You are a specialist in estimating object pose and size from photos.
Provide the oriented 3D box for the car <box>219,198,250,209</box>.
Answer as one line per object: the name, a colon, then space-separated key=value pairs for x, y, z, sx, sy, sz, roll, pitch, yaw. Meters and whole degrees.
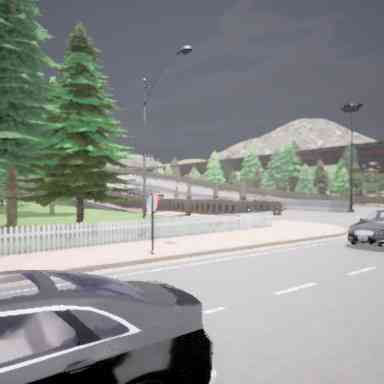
car: x=4.142 y=1.485 z=37.629 sx=1.837 sy=1.490 sz=4.892 roll=0 pitch=1 yaw=-37

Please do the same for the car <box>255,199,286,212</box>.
car: x=8.436 y=1.521 z=37.764 sx=1.812 sy=1.442 sz=4.674 roll=0 pitch=0 yaw=-37

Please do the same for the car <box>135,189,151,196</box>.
car: x=-9.056 y=0.199 z=55.163 sx=1.837 sy=1.490 sz=4.892 roll=0 pitch=5 yaw=-37

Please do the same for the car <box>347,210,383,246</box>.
car: x=8.618 y=1.523 z=14.314 sx=4.902 sy=1.511 sz=2.128 roll=0 pitch=0 yaw=-35

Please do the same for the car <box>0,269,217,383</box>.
car: x=-2.060 y=1.491 z=2.512 sx=4.902 sy=1.511 sz=2.128 roll=0 pitch=0 yaw=-35

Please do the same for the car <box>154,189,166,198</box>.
car: x=-6.657 y=0.167 z=57.804 sx=2.033 sy=1.411 sz=5.357 roll=0 pitch=6 yaw=-36
